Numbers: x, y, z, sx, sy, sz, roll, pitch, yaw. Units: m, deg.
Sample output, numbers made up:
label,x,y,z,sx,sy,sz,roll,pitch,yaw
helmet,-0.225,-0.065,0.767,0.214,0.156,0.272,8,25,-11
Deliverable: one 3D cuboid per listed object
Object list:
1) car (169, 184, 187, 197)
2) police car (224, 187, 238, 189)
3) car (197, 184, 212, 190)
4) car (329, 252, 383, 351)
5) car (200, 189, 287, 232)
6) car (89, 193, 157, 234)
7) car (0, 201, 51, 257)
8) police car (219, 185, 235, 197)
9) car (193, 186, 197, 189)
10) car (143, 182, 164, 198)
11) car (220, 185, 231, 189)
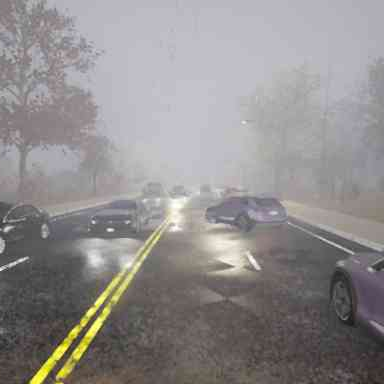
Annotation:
label,x,y,z,sx,sy,sz,roll,pitch,yaw
car,-1.800,-0.239,45.244,2.097,1.767,4.553,0,2,4
police car,3.760,0.617,25.493,2.038,1.542,4.974,0,2,2
car,2.443,-0.565,57.686,1.882,1.535,5.008,0,2,5
car,3.264,1.301,3.661,2.033,1.649,4.856,0,2,0
car,2.474,0.873,16.057,2.033,1.649,4.856,-1,2,-25
car,-3.135,1.005,15.630,2.033,1.411,5.357,0,2,1
car,-6.469,1.117,11.158,1.837,1.490,4.892,0,2,1
police car,4.931,-0.163,47.296,2.038,1.542,4.974,0,2,4
car,2.173,-1.244,79.779,1.895,1.301,4.718,-1,2,-33
car,-5.094,-0.347,44.672,2.150,2.045,5.566,0,2,4
car,4.261,0.202,36.398,1.882,1.535,5.008,0,2,3
